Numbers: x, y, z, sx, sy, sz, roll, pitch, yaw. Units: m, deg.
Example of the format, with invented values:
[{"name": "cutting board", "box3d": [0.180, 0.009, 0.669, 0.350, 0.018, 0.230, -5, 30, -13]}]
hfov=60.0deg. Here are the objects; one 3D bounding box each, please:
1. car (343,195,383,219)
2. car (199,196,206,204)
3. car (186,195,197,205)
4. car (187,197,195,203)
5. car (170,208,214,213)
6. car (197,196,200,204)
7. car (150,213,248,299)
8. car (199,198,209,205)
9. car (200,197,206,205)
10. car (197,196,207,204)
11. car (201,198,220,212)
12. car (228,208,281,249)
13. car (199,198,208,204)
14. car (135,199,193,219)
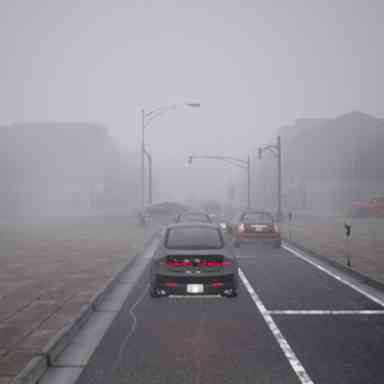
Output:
[{"name": "car", "box3d": [16.592, 1.332, 29.816, 5.566, 2.045, 2.150, 0, -2, 0]}, {"name": "car", "box3d": [2.535, 1.784, 52.747, 1.752, 1.417, 4.829, 1, -1, 0]}, {"name": "car", "box3d": [-0.165, 1.668, 71.831, 2.150, 2.045, 5.566, 0, -1, 0]}, {"name": "car", "box3d": [-0.188, 1.945, 82.227, 2.033, 1.411, 5.357, 0, -1, 0]}, {"name": "car", "box3d": [0.056, 1.644, 16.036, 1.895, 1.301, 4.718, 0, 0, 0]}, {"name": "car", "box3d": [2.508, 1.928, 63.452, 1.947, 1.339, 4.313, 1, -1, 0]}, {"name": "car", "box3d": [0.020, 1.525, 8.521, 1.837, 1.490, 4.892, 0, 0, -1]}, {"name": "car", "box3d": [2.497, 1.947, 69.059, 1.752, 1.417, 4.829, 1, -1, 0]}, {"name": "car", "box3d": [2.546, 1.778, 47.140, 1.947, 1.339, 4.313, 1, -1, 0]}, {"name": "car", "box3d": [2.476, 1.858, 79.768, 2.192, 1.841, 5.009, 1, -1, 0]}, {"name": "car", "box3d": [2.559, 1.737, 41.703, 1.947, 1.339, 4.313, 1, 0, 0]}, {"name": "car", "box3d": [2.626, 1.480, 14.957, 1.967, 1.590, 4.097, 2, 0, 0]}, {"name": "car", "box3d": [2.484, 2.007, 74.497, 1.752, 1.417, 4.829, 1, -1, 0]}, {"name": "car", "box3d": [-2.604, 1.623, 29.879, 4.892, 1.490, 1.837, 0, -2, 0]}]
